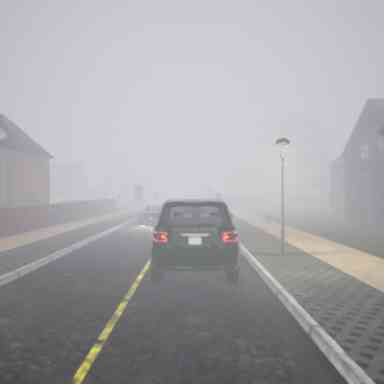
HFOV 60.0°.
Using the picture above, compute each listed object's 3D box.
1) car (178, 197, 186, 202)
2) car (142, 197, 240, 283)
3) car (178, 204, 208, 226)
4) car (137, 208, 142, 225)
[{"bbox_3d":[-2.726,2.008,93.235,1.994,1.385,4.181,0,-1,0],"label":"car"},{"bbox_3d":[0.081,1.224,9.883,2.150,2.045,5.566,0,-2,0],"label":"car"},{"bbox_3d":[0.080,1.628,24.596,1.994,1.385,4.181,0,0,0],"label":"car"},{"bbox_3d":[-2.830,1.628,24.737,1.994,1.385,4.181,0,0,0],"label":"car"}]
